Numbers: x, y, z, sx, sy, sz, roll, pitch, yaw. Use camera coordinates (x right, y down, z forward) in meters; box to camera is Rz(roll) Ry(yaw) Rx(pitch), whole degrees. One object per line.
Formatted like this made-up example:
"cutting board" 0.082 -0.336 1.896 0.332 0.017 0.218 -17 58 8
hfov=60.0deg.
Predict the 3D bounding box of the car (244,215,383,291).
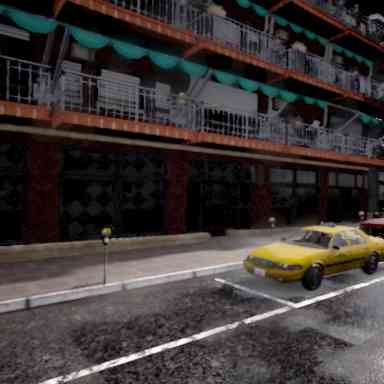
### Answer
"car" 3.537 1.528 9.069 4.829 1.417 1.752 0 1 -35

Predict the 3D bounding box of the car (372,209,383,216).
"car" 8.188 1.320 12.382 5.009 1.841 2.192 0 1 -35
